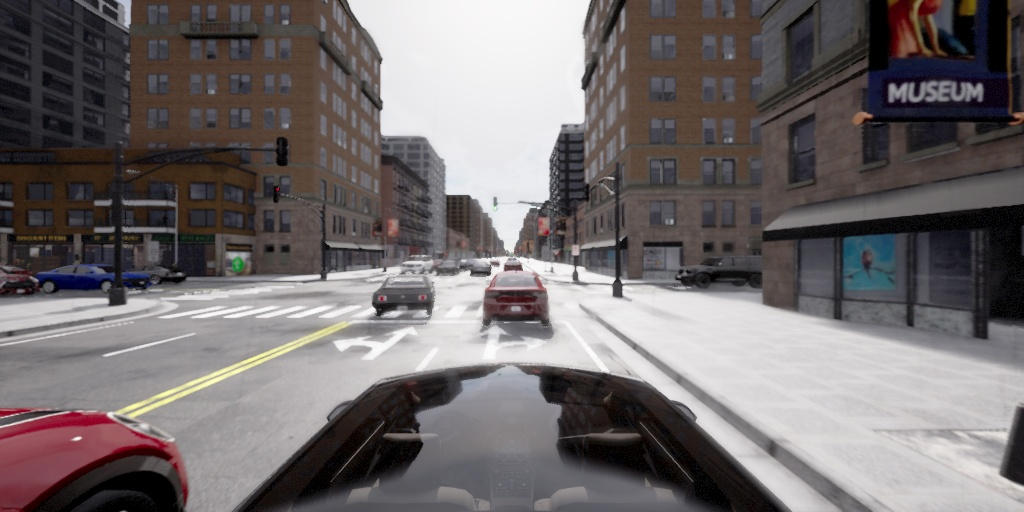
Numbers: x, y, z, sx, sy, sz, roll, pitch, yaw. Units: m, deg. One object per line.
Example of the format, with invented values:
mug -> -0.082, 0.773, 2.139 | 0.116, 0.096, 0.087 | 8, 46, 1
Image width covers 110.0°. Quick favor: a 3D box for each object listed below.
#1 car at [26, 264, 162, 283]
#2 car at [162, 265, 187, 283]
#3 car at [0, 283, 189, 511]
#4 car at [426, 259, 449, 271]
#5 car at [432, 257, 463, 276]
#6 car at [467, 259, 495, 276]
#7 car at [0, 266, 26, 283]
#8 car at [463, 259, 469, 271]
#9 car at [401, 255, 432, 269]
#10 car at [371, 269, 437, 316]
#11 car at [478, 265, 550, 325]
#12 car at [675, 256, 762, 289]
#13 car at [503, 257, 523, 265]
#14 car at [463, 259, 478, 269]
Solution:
car -> -22.746, 1.200, 19.644 | 5.008, 1.535, 1.882 | 0, 0, 0
car -> -25.374, 1.302, 25.144 | 4.313, 1.339, 1.948 | 0, 0, 0
car -> -3.151, 1.102, 0.415 | 2.097, 1.767, 4.553 | 0, 0, 0
car -> -9.808, 1.168, 47.623 | 1.882, 1.535, 5.008 | 0, 0, 0
car -> -6.588, 1.183, 37.367 | 1.882, 1.535, 5.008 | 0, 0, -1
car -> -3.150, 1.270, 37.153 | 1.994, 1.385, 4.181 | 0, 0, 0
car -> -25.416, 1.154, 17.120 | 4.097, 1.591, 1.967 | 0, 0, 0
car -> -6.565, 1.293, 46.706 | 1.895, 1.301, 4.718 | 0, 0, 0
car -> -9.818, 0.927, 37.622 | 2.150, 2.045, 5.566 | 0, 0, 2
car -> -3.860, 1.337, 13.357 | 1.895, 1.301, 4.718 | 0, 0, -12
car -> 0.152, 1.216, 11.766 | 1.882, 1.535, 5.008 | 0, 0, 1
car -> 13.375, 0.987, 22.760 | 5.566, 2.045, 2.150 | 0, 0, 0
car -> 0.103, 1.182, 37.744 | 1.882, 1.535, 5.008 | 0, 0, 0
car -> -6.497, 1.202, 56.786 | 1.812, 1.442, 4.674 | 0, 0, 0
